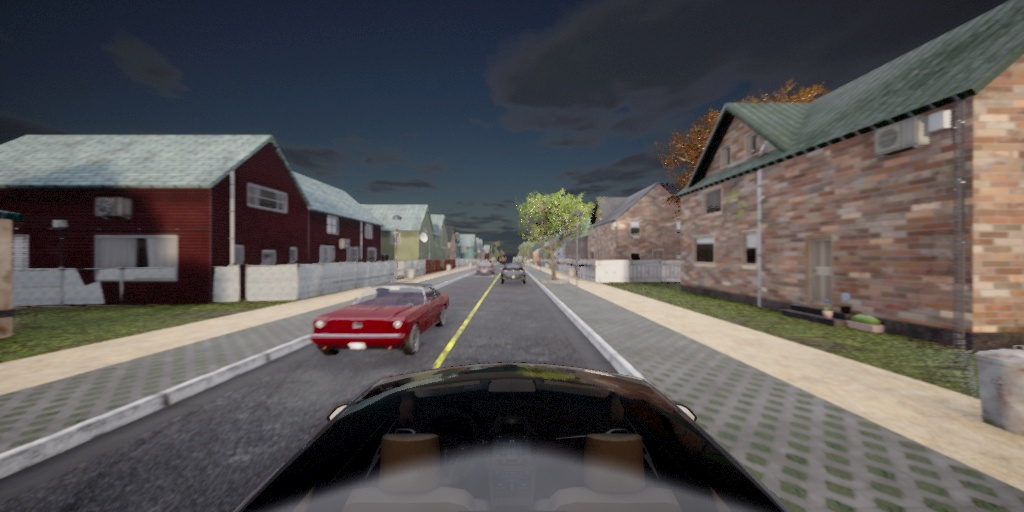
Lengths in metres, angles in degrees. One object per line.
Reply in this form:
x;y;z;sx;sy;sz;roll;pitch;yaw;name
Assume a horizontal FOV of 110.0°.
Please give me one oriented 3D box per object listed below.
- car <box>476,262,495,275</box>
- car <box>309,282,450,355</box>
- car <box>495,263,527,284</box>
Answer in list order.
-2.860;1.348;39.419;1.812;1.442;4.674;0;0;0;car
-2.836;1.348;8.799;1.895;1.301;4.718;0;0;0;car
0.091;1.265;27.200;2.128;1.511;4.902;0;0;0;car
